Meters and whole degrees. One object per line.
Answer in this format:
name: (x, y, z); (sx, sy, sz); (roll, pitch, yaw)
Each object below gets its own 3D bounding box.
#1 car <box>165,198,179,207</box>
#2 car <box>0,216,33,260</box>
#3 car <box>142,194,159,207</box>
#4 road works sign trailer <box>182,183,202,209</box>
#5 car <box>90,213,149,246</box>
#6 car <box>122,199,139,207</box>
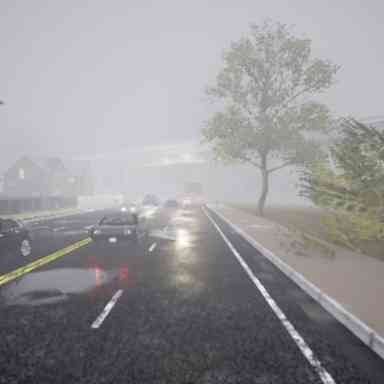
car: (-3.178, 1.665, 51.951); (1.994, 1.385, 4.181); (0, 0, 0)
car: (-6.601, 1.520, 10.030); (1.837, 1.490, 4.892); (0, 0, 0)
car: (-6.577, 1.324, 53.421); (2.150, 2.045, 5.566); (0, 0, 0)
road works sign trailer: (0.151, 0.536, 46.222); (2.380, 3.560, 2.880); (1, 0, -3)
car: (-3.155, 1.625, 15.480); (1.895, 1.301, 4.718); (0, 0, 0)
car: (-9.823, 1.706, 53.203); (1.895, 1.301, 4.718); (0, 0, 0)
